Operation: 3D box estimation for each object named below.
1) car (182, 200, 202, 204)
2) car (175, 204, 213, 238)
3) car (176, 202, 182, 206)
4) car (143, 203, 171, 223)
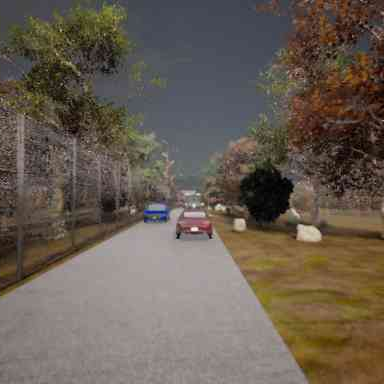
[{"bbox_3d":[0.240,1.774,40.109,2.097,1.767,4.553,0,-1,0],"label":"car"},{"bbox_3d":[0.120,1.614,18.067,1.812,1.442,4.674,0,0,0],"label":"car"},{"bbox_3d":[-2.391,2.791,68.474,1.895,1.301,4.718,0,-2,1],"label":"car"},{"bbox_3d":[-2.783,1.677,27.315,1.882,1.535,5.008,0,-1,0],"label":"car"}]
